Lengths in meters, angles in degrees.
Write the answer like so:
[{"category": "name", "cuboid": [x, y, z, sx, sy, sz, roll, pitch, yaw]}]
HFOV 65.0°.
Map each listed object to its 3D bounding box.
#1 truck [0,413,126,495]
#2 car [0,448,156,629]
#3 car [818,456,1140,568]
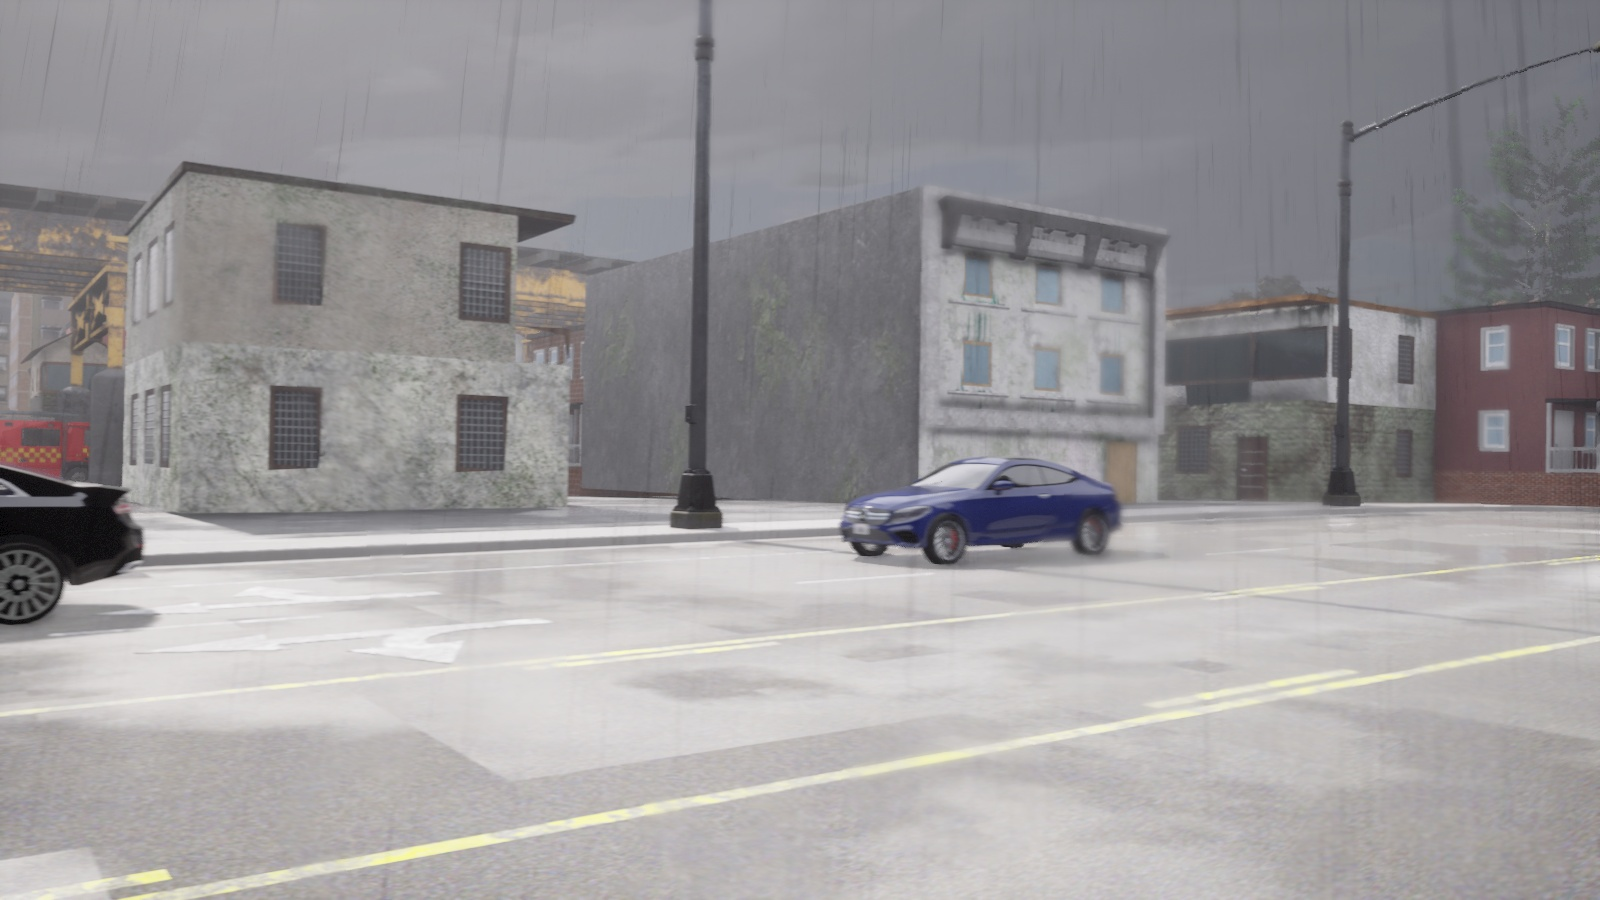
[{"category": "truck", "cuboid": [-37.419, 0.202, 60.439, 8.468, 3.827, 2.891, 1, -1, -35]}, {"category": "car", "cuboid": [-8.347, 0.744, 10.641, 4.902, 1.511, 2.128, 0, 0, -35]}, {"category": "car", "cuboid": [2.691, 0.812, 18.325, 4.674, 1.442, 1.812, 0, 0, -35]}]
